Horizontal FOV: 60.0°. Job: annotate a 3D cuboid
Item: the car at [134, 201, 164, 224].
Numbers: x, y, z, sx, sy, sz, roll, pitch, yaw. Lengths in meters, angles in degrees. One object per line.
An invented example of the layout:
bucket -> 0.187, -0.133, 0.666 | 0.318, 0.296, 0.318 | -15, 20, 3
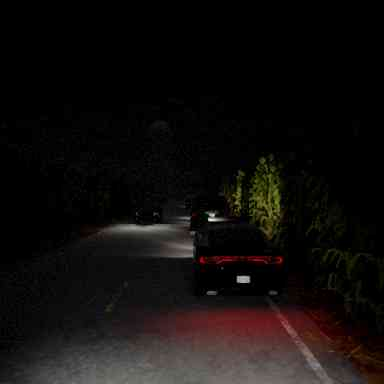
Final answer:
car -> -3.195, 1.480, 25.336 | 1.882, 1.535, 5.008 | 0, 0, 0

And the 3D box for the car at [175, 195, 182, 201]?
car -> -3.136, 1.556, 82.682 | 2.033, 1.411, 5.357 | 0, 0, 1

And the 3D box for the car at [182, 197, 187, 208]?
car -> 0.025, 1.552, 46.778 | 2.033, 1.411, 5.357 | 0, 0, 1

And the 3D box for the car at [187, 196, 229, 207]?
car -> 0.964, 1.223, 18.716 | 2.150, 2.045, 5.566 | 0, 0, 0

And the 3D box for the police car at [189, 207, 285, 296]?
police car -> 0.961, 1.426, 8.796 | 1.930, 1.638, 5.238 | 0, 0, 0

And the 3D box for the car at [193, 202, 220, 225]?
car -> 0.965, 1.529, 24.686 | 1.812, 1.442, 4.674 | 0, 0, 0
